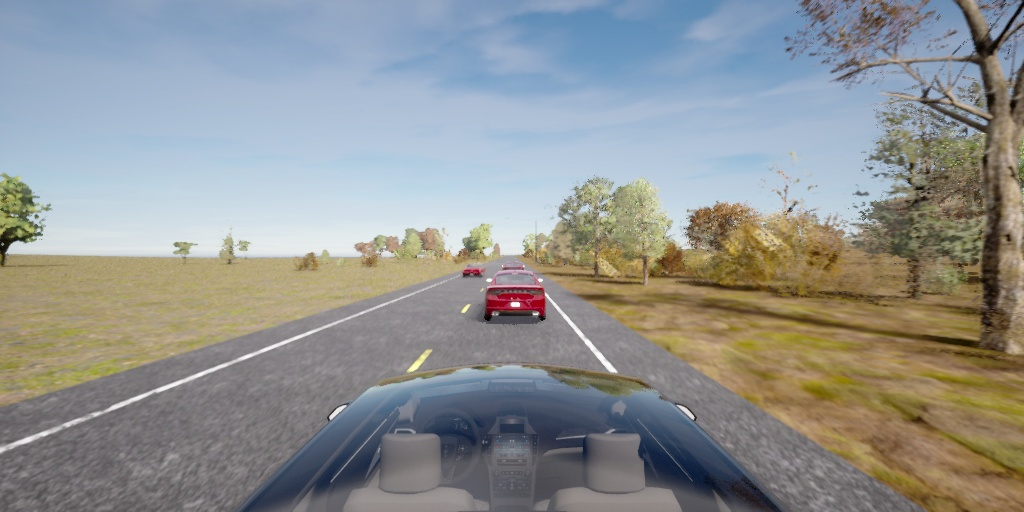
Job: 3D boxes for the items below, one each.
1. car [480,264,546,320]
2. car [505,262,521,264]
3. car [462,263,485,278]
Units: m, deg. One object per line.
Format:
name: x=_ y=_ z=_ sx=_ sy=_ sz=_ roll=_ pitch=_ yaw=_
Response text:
car: x=0.102 y=1.227 z=12.679 sx=1.882 sy=1.535 sz=5.008 roll=0 pitch=0 yaw=0
car: x=0.108 y=1.219 z=31.052 sx=1.882 sy=1.535 sz=5.008 roll=0 pitch=0 yaw=0
car: x=-3.513 y=1.340 z=33.817 sx=1.895 sy=1.301 sz=4.718 roll=0 pitch=0 yaw=0
